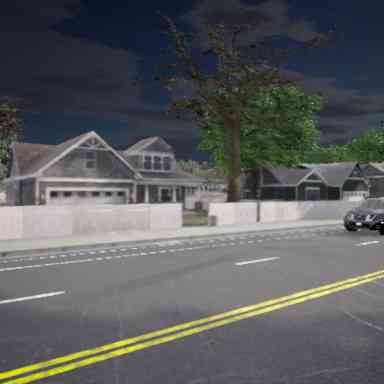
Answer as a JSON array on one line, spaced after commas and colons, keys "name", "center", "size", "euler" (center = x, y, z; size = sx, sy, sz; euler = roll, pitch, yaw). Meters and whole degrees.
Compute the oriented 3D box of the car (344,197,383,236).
[{"name": "car", "center": [11.365, 1.360, 19.787], "size": [5.566, 2.045, 2.150], "euler": [-1, 0, -36]}]
